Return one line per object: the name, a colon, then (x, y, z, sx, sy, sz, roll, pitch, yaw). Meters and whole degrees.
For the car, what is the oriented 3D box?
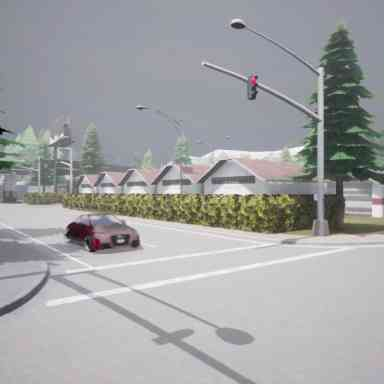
car: (-3.844, 1.607, 13.925, 1.994, 1.385, 4.181, 0, 1, -37)
